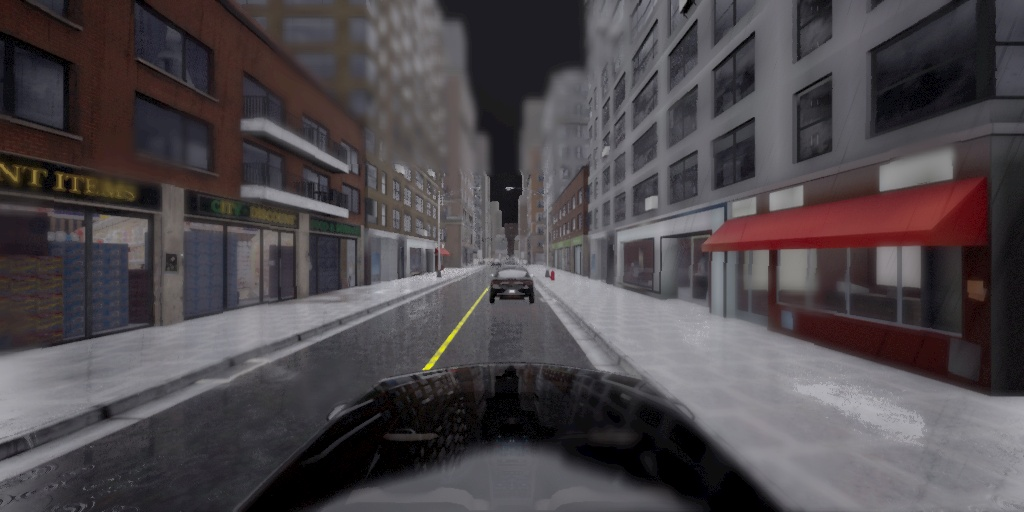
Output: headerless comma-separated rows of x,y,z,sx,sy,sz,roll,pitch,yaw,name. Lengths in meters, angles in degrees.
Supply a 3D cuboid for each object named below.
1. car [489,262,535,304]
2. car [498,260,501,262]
0.000,1.236,16.500,1.882,1.535,5.008,0,0,0,car
0.000,1.322,31.500,2.033,1.411,5.357,0,0,0,car
